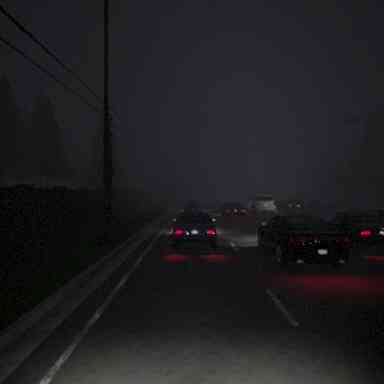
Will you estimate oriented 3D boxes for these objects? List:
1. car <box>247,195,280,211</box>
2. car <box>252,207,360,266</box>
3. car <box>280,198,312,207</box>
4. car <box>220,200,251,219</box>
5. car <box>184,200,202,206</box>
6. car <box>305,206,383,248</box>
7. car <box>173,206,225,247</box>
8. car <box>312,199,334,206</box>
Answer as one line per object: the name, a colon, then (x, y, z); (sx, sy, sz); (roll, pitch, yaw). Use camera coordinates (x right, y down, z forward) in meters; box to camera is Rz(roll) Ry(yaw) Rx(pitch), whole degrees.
car: (7.113, 1.283, 34.681); (2.150, 2.045, 5.566); (0, 0, 0)
car: (3.601, 1.499, 11.626); (1.882, 1.535, 5.008); (0, 0, 0)
car: (10.612, 1.415, 35.289); (2.097, 1.767, 4.553); (0, 0, 0)
car: (3.610, 1.601, 30.095); (2.033, 1.411, 5.357); (0, 0, 0)
car: (0.099, 1.591, 36.579); (1.812, 1.442, 4.674); (0, 0, 0)
car: (7.105, 1.575, 14.904); (2.033, 1.411, 5.357); (0, 0, 0)
car: (0.106, 1.575, 15.104); (2.033, 1.411, 5.357); (0, 0, 0)
car: (14.112, 1.544, 37.112); (1.882, 1.535, 5.008); (0, 0, 0)
